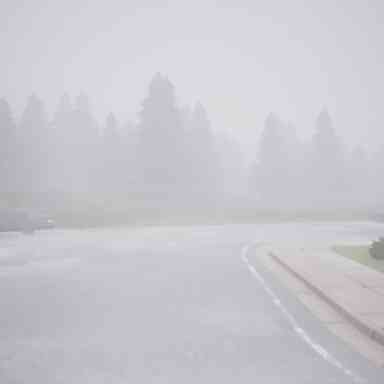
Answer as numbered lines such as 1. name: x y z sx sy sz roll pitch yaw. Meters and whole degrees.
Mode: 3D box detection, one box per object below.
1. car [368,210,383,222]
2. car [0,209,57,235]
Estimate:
1. car: 16.317 1.663 25.527 5.357 1.411 2.033 0 0 -16
2. car: -10.356 1.630 18.316 5.357 1.411 2.033 0 0 -18
